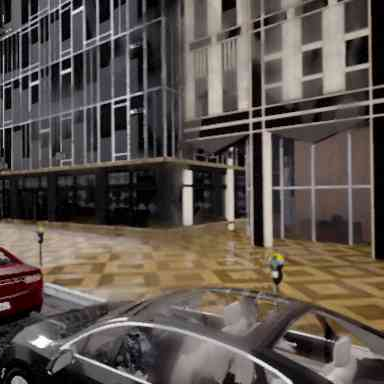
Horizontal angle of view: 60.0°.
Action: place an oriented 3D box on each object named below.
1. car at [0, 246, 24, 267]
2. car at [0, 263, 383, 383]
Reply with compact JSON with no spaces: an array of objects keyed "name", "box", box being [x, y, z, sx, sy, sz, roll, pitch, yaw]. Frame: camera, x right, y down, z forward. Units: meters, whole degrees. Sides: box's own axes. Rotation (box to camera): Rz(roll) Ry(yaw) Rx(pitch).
[{"name":"car","box":[-4.572,1.536,6.153,4.507,1.381,1.887,0,-1,36]},{"name":"car","box":[0.028,1.549,2.869,4.403,1.369,2.008,0,-1,36]}]
